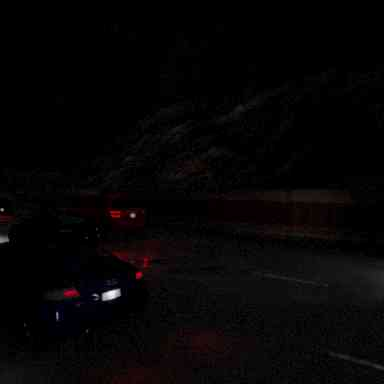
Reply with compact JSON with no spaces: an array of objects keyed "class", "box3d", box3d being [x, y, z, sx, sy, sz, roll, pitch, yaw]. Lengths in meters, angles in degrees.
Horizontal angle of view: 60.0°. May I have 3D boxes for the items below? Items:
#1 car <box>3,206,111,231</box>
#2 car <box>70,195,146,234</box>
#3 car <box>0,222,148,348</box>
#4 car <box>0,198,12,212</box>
[{"class":"car","box3d":[-5.422,1.451,13.022,4.674,1.442,1.812,1,0,41]},{"class":"car","box3d":[-4.706,1.141,17.023,5.566,2.045,2.150,1,0,42]},{"class":"car","box3d":[-2.803,1.527,6.329,4.181,1.385,1.994,1,0,38]},{"class":"car","box3d":[-18.166,1.289,31.112,1.837,1.490,4.892,0,0,-40]}]
